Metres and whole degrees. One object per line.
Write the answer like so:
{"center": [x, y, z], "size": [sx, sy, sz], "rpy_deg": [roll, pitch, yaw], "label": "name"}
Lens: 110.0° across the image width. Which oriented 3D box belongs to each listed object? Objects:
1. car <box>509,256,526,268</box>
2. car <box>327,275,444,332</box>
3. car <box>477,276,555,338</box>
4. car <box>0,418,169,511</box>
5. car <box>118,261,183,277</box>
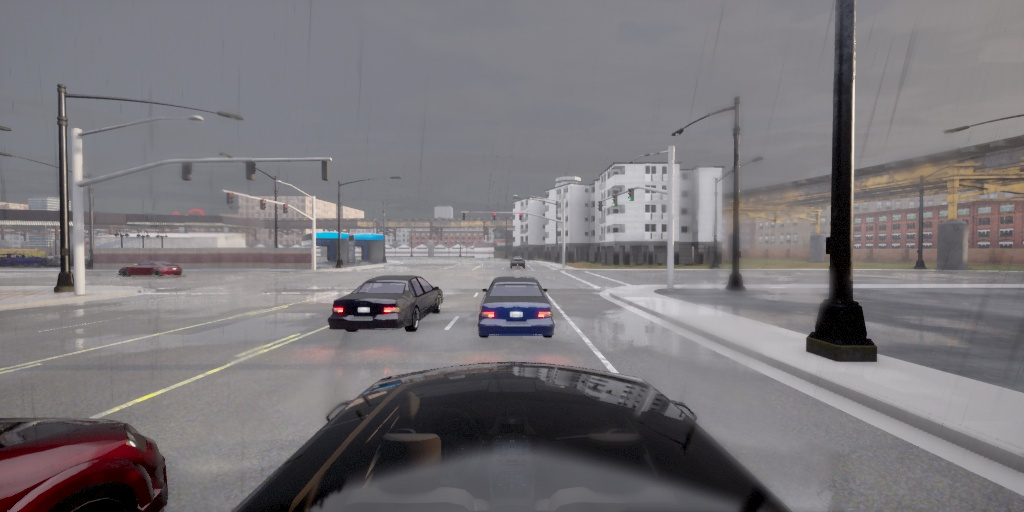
{"center": [0.710, 0.779, 45.648], "size": [1.837, 1.490, 4.892], "rpy_deg": [0, 1, 0], "label": "car"}
{"center": [-3.405, 1.273, 10.742], "size": [2.033, 1.411, 5.357], "rpy_deg": [0, 0, 0], "label": "car"}
{"center": [0.091, 1.279, 10.140], "size": [2.033, 1.411, 5.357], "rpy_deg": [0, 0, 0], "label": "car"}
{"center": [-3.395, 1.314, 0.746], "size": [1.994, 1.385, 4.181], "rpy_deg": [0, 0, 0], "label": "car"}
{"center": [-31.228, 1.083, 31.025], "size": [4.181, 1.385, 1.994], "rpy_deg": [0, 1, 0], "label": "car"}
